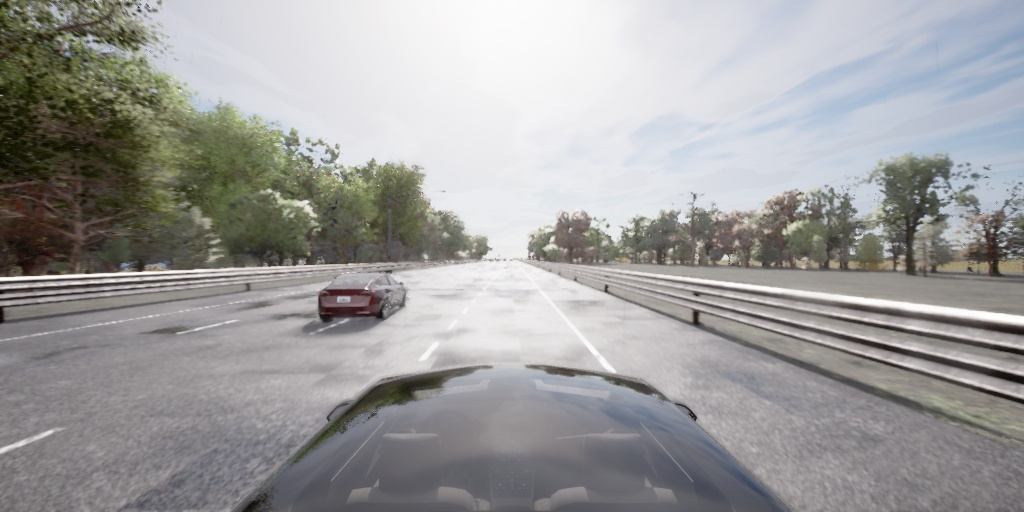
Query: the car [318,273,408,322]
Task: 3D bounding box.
[{"bbox_3d":[-5.072,1.322,12.749,2.163,1.488,4.792,0,0,-5],"label":"car"}]
